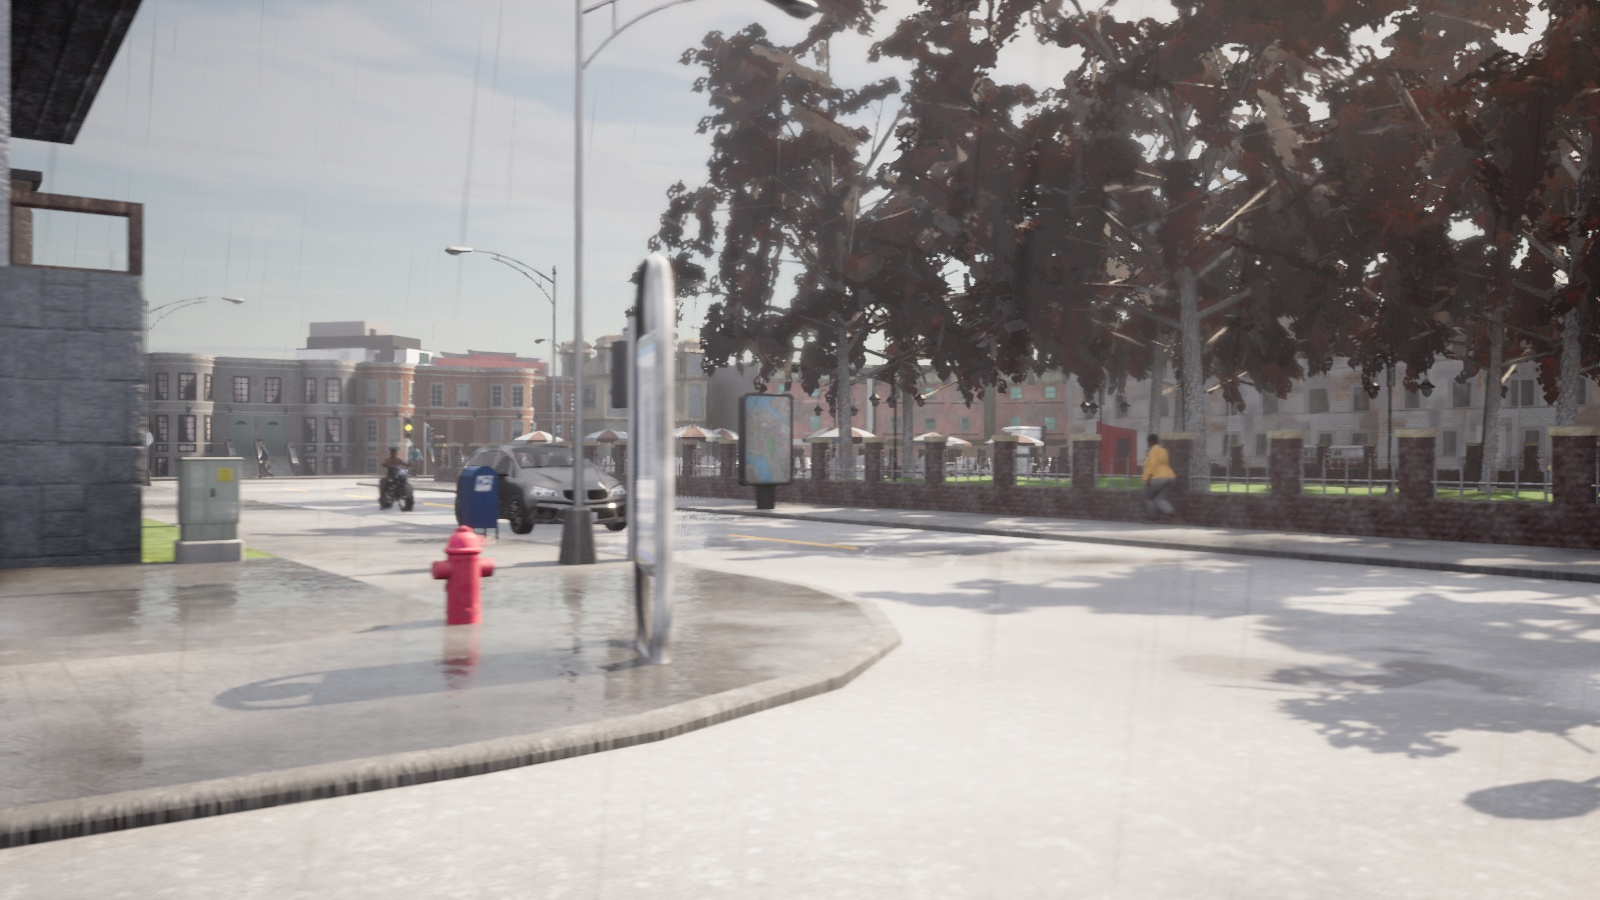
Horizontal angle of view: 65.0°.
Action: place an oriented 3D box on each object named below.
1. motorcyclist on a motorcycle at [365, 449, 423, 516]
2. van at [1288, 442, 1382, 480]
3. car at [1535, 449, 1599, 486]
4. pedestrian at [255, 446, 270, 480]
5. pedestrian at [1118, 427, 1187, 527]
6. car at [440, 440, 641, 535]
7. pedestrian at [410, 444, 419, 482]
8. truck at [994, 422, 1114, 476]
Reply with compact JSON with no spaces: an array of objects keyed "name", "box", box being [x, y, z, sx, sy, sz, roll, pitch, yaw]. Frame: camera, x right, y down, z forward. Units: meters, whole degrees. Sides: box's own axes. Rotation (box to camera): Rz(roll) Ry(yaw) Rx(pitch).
[{"name":"motorcyclist on a motorcycle","box":[-10.369,0.796,32.028,0.766,1.649,2.350,0,0,-35]},{"name":"van","box":[29.115,0.603,68.514,1.775,1.987,4.442,0,0,-35]},{"name":"car","box":[34.640,0.743,53.635,1.801,1.575,5.366,0,0,-35]},{"name":"pedestrian","box":[-29.041,0.682,67.820,0.726,1.842,0.402,0,0,-30]},{"name":"pedestrian","box":[6.708,0.499,23.891,0.874,1.855,0.900,0,0,-35]},{"name":"car","box":[-5.190,0.660,24.605,2.242,1.667,4.611,0,0,-34]},{"name":"pedestrian","box":[-19.443,0.650,63.273,0.396,1.930,0.692,0,0,-19]},{"name":"truck","box":[17.131,-0.063,85.270,2.891,3.462,7.936,0,0,-39]}]
